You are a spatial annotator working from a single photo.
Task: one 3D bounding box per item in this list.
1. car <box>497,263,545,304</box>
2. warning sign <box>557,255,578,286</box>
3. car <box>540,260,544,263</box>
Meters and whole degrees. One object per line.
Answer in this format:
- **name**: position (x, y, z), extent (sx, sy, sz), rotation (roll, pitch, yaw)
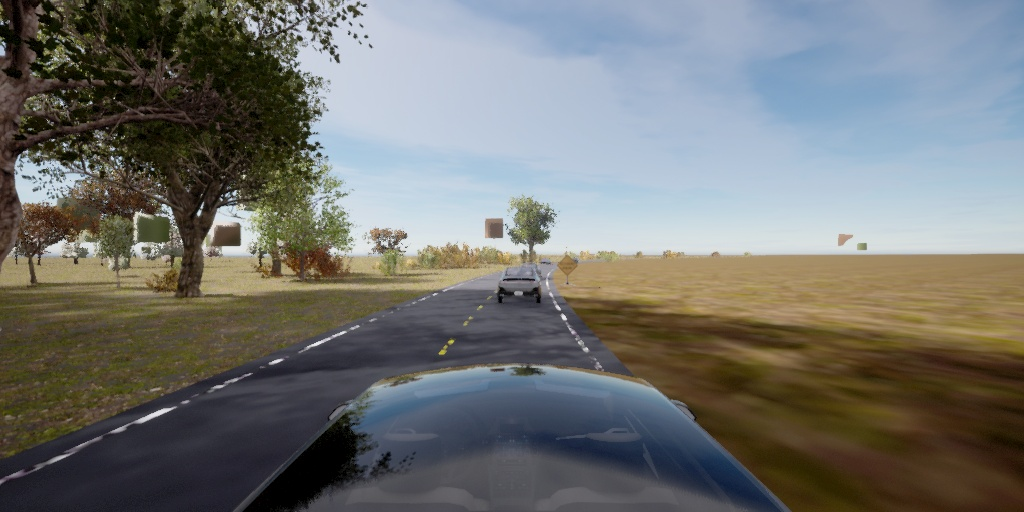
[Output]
- **car**: position (0.389, 1.243, 16.404), extent (2.128, 1.511, 4.902), rotation (0, 0, 3)
- **warning sign**: position (3.385, 0.860, 21.887), extent (1.300, 1.860, 1.060), rotation (0, 0, 4)
- **car**: position (1.556, 1.313, 31.278), extent (1.994, 1.385, 4.181), rotation (0, 0, 6)
